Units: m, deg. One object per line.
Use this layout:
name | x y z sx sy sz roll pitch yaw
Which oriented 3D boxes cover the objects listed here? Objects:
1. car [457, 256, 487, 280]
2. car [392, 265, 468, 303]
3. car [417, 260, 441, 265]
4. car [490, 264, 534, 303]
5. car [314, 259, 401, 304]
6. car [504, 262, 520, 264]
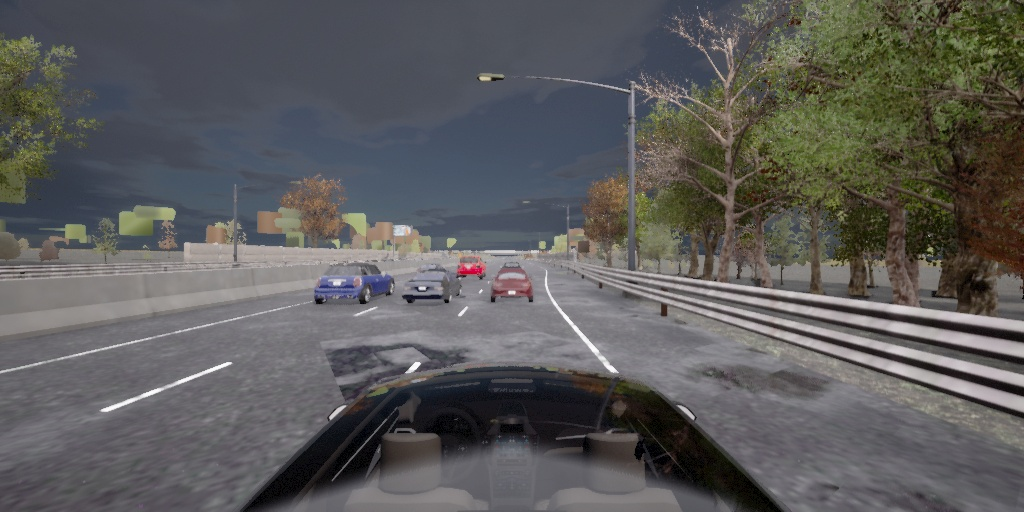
car | -3.500 1.017 31.532 2.150 2.045 5.566 0 0 0
car | -3.500 1.313 16.501 2.033 1.411 5.357 0 0 0
car | -7.000 1.322 31.501 2.033 1.411 5.357 0 0 0
car | 0.000 1.283 16.501 1.812 1.442 4.674 0 0 0
car | -7.000 1.116 16.471 2.097 1.767 4.553 0 0 0
car | 0.000 1.276 31.501 1.837 1.490 4.892 0 0 0
